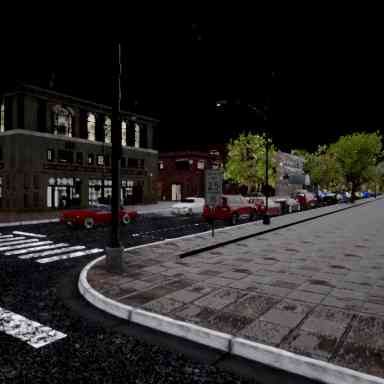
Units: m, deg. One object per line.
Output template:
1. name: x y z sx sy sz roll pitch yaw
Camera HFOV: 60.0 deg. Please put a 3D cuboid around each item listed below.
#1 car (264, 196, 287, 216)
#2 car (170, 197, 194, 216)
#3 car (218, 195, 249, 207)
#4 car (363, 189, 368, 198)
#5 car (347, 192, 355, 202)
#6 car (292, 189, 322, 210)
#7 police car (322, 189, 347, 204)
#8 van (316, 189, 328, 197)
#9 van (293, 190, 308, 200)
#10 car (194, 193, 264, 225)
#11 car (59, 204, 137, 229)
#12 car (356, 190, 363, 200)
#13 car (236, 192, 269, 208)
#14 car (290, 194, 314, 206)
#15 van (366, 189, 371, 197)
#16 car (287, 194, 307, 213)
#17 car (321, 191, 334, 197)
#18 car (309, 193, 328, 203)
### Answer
1. car: 5.754 1.152 26.763 1.967 1.590 4.097 1 1 34
2. car: 0.015 1.206 28.652 1.812 1.442 4.674 1 1 35
3. car: 5.110 1.069 40.638 1.947 1.339 4.313 1 2 34
4. car: 34.080 0.623 68.033 1.752 1.417 4.829 1 2 34
5. car: 23.634 0.690 52.083 2.097 1.767 4.553 1 1 34
6. car: 12.029 0.893 35.901 2.192 1.841 5.009 1 2 34
7. police car: 19.769 0.847 46.415 1.930 1.638 5.238 1 1 34
8. van: 30.206 0.297 77.190 1.690 1.788 3.998 1 2 34
9. van: 20.796 0.504 63.481 1.690 1.788 3.998 1 2 34
10. car: 2.618 1.093 22.191 2.192 1.841 5.009 1 1 34
11. car: -5.632 1.401 20.422 1.895 1.301 4.718 1 1 34
12. car: 30.846 0.751 63.325 1.802 1.307 4.206 1 2 34
13. car: 7.115 0.881 38.970 2.097 1.767 4.553 1 1 35
14. car: 14.920 0.971 44.790 1.812 1.442 4.674 1 1 35
15. van: 40.260 0.302 77.029 1.690 1.788 3.998 1 2 34
16. car: 8.890 1.195 31.336 2.008 1.369 4.403 1 2 34
17. car: 33.340 0.437 81.765 2.008 1.369 4.403 1 2 34
18. car: 19.923 0.861 52.179 1.812 1.442 4.674 1 1 34
